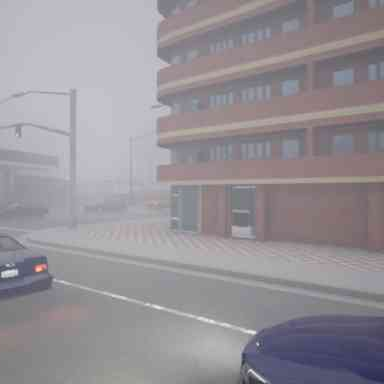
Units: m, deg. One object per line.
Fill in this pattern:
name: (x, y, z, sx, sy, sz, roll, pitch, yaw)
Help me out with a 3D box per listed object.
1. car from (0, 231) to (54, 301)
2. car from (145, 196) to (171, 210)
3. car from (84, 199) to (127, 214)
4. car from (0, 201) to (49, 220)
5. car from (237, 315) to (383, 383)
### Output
car: (-5.305, 1.542, 7.672, 5.357, 1.411, 2.033, 0, 0, 38)
car: (-4.011, 1.377, 43.221, 2.097, 1.767, 4.553, 0, 0, 34)
car: (-9.202, 1.483, 35.609, 1.882, 1.535, 5.008, 0, 0, 34)
car: (-14.392, 1.511, 27.967, 1.812, 1.442, 4.674, 0, 0, 34)
car: (2.548, 1.537, 2.176, 4.674, 1.442, 1.812, 0, 0, 35)
